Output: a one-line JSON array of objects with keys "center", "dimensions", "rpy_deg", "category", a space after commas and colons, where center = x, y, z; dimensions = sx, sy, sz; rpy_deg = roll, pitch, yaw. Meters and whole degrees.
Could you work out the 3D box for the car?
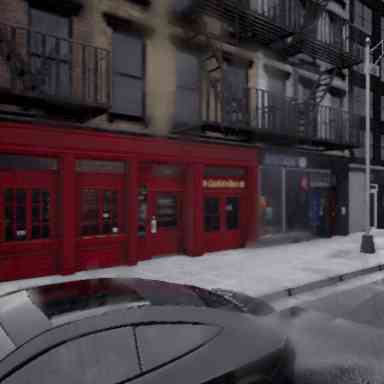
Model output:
[{"center": [-1.118, 1.525, 2.563], "dimensions": [4.674, 1.442, 1.812], "rpy_deg": [0, 0, -36], "category": "car"}]
